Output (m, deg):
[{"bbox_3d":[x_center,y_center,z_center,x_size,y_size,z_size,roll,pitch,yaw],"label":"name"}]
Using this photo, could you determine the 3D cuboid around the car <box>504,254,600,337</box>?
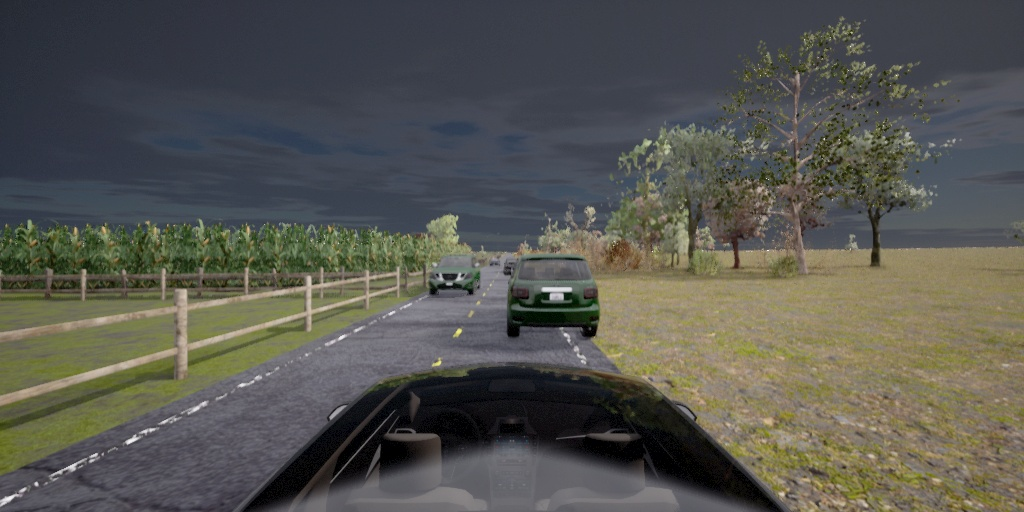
[{"bbox_3d":[0.947,0.957,10.324,2.150,2.045,5.566,0,0,0],"label":"car"}]

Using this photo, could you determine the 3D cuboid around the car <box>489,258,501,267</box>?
[{"bbox_3d":[-2.924,1.125,61.564,2.033,1.411,5.357,0,0,0],"label":"car"}]

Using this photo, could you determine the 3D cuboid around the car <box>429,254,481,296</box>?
[{"bbox_3d":[-2.883,0.932,19.272,2.150,2.045,5.566,0,0,0],"label":"car"}]
